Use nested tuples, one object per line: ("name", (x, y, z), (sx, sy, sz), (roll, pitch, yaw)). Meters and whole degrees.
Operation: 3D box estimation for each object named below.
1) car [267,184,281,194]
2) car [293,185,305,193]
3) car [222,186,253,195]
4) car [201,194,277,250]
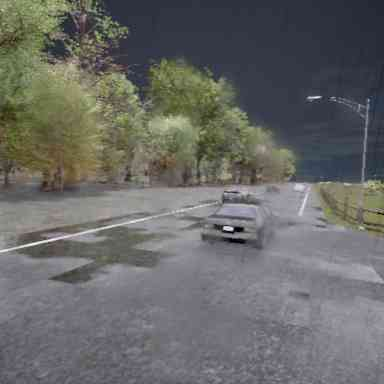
("car", (13.296, -0.539, 53.838), (1.837, 1.490, 4.892), (4, 3, 20))
("car", (19.897, -0.602, 61.849), (1.812, 1.442, 4.674), (4, 3, 20))
("car", (3.822, 0.293, 27.557), (2.128, 1.511, 4.902), (4, 3, 20))
("car", (1.905, 1.026, 11.952), (2.033, 1.411, 5.357), (4, 3, 20))
